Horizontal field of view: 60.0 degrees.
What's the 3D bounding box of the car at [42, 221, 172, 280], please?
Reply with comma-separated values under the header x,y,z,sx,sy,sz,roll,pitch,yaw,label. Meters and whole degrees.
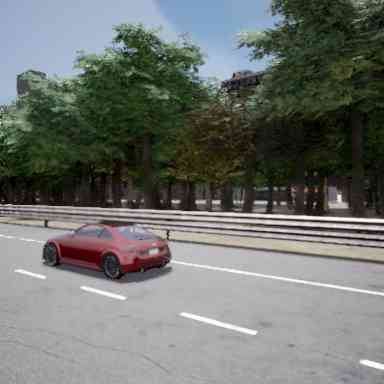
x,y,z,sx,sy,sz,roll,pitch,yaw,label
-2.652,1.576,10.059,4.181,1.385,1.994,0,0,36,car
